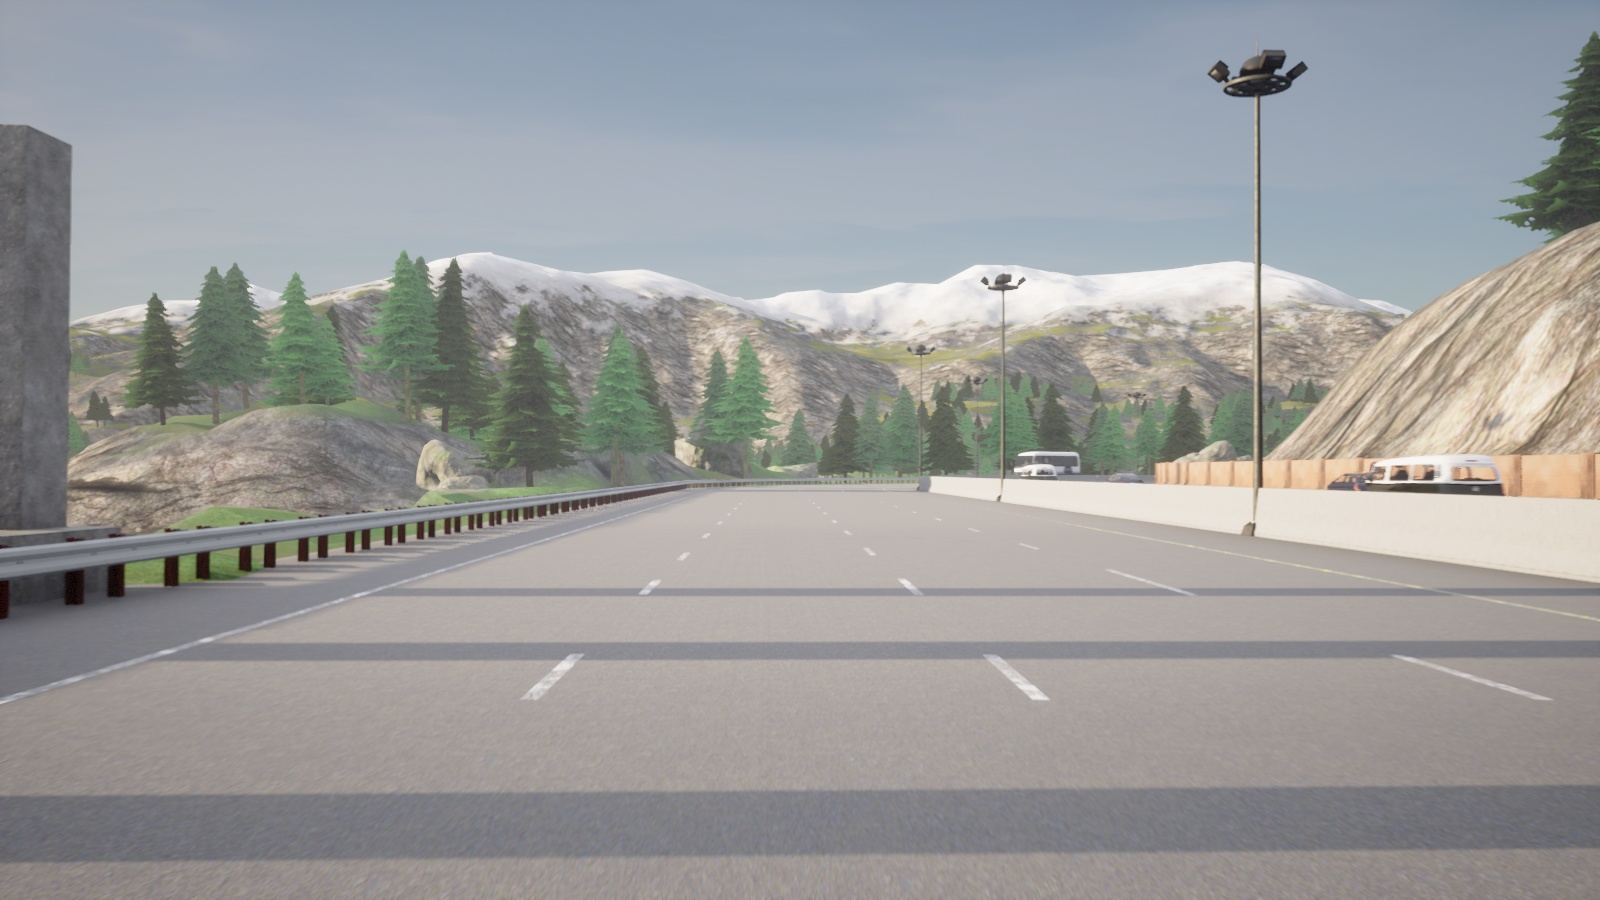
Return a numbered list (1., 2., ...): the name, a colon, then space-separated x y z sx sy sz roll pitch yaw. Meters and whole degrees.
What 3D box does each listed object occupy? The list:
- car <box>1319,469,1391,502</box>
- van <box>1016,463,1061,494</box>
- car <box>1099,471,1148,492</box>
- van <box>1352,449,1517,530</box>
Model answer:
1. car: 26.920 1.704 61.056 1.789 1.549 3.705 0 -1 -1
2. van: 15.974 1.883 84.281 2.069 2.038 4.480 0 -1 -1
3. car: 22.885 2.212 89.127 2.163 1.488 4.792 0 -1 -1
4. van: 16.937 1.033 33.816 2.069 2.038 4.480 0 -1 -1
